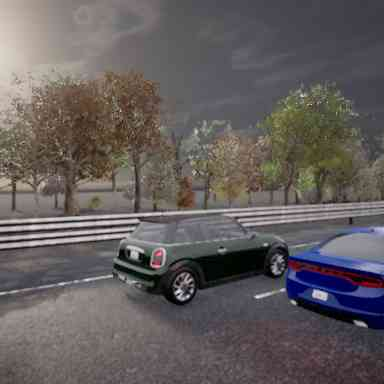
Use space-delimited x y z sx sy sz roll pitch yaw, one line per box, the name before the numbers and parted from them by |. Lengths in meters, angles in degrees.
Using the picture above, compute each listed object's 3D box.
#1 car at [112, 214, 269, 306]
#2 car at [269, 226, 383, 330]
car | 0.442 1.317 8.284 4.553 1.767 2.097 -1 0 -40
car | 4.000 1.429 6.601 5.008 1.535 1.882 0 0 -36
